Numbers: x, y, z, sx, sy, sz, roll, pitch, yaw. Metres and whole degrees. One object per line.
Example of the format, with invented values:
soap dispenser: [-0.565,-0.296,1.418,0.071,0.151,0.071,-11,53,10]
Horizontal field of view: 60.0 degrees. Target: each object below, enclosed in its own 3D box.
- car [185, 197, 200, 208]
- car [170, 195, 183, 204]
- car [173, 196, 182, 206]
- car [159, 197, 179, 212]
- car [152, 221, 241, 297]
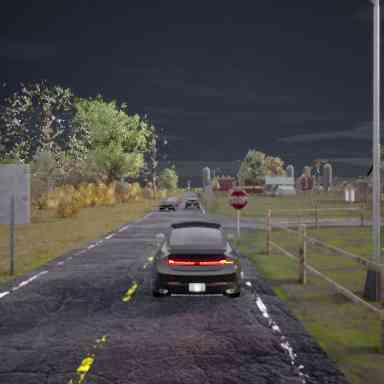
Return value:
car: [0.057,1.467,46.112,1.837,1.490,4.892,0,0,0]
car: [-2.833,1.423,61.254,2.128,1.511,4.902,0,0,1]
car: [-2.871,1.432,50.196,1.882,1.535,5.008,0,0,0]
car: [-2.812,1.575,38.395,1.895,1.301,4.718,0,0,-1]
car: [0.091,1.503,8.533,1.837,1.490,4.892,0,0,0]
